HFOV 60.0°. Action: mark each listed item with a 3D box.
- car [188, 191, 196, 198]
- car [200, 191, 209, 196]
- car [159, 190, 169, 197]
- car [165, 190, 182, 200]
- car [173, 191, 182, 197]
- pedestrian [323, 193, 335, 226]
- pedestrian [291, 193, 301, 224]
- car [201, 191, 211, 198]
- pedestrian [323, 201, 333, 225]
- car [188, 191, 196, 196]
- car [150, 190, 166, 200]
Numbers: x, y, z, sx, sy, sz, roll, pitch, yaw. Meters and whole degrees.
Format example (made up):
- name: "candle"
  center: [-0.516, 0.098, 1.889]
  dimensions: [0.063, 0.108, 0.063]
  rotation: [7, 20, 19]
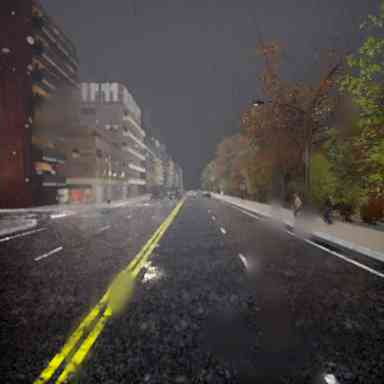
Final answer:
- name: "car"
  center: [-0.001, 0.627, 74.763]
  dimensions: [1.895, 1.301, 4.718]
  rotation: [0, 1, 0]
- name: "car"
  center: [3.249, 0.365, 84.730]
  dimensions: [2.033, 1.411, 5.357]
  rotation: [0, 1, 0]
- name: "car"
  center: [-6.502, 0.317, 77.806]
  dimensions: [2.097, 1.767, 4.553]
  rotation: [0, 1, 0]
- name: "car"
  center: [-3.276, 0.697, 61.969]
  dimensions: [2.128, 1.511, 4.902]
  rotation: [0, 1, 1]
- name: "car"
  center: [-3.252, 0.440, 77.758]
  dimensions: [1.882, 1.535, 5.008]
  rotation: [0, 1, 0]
- name: "pedestrian"
  center: [7.345, 0.904, 17.987]
  dimensions: [0.375, 1.860, 0.375]
  rotation: [0, 1, 0]
- name: "pedestrian"
  center: [6.052, 0.889, 19.187]
  dimensions: [0.375, 1.860, 0.375]
  rotation: [0, 1, 0]
- name: "car"
  center: [3.249, 0.627, 74.763]
  dimensions: [1.895, 1.301, 4.718]
  rotation: [0, 1, 0]
- name: "pedestrian"
  center: [7.611, 1.177, 18.590]
  dimensions: [0.375, 1.300, 0.375]
  rotation: [0, 1, 0]
- name: "car"
  center: [-0.001, 0.420, 84.761]
  dimensions: [1.895, 1.301, 4.718]
  rotation: [0, 1, 0]
- name: "car"
  center: [-6.526, 0.552, 62.029]
  dimensions: [2.097, 1.767, 4.553]
  rotation: [0, 1, 1]
